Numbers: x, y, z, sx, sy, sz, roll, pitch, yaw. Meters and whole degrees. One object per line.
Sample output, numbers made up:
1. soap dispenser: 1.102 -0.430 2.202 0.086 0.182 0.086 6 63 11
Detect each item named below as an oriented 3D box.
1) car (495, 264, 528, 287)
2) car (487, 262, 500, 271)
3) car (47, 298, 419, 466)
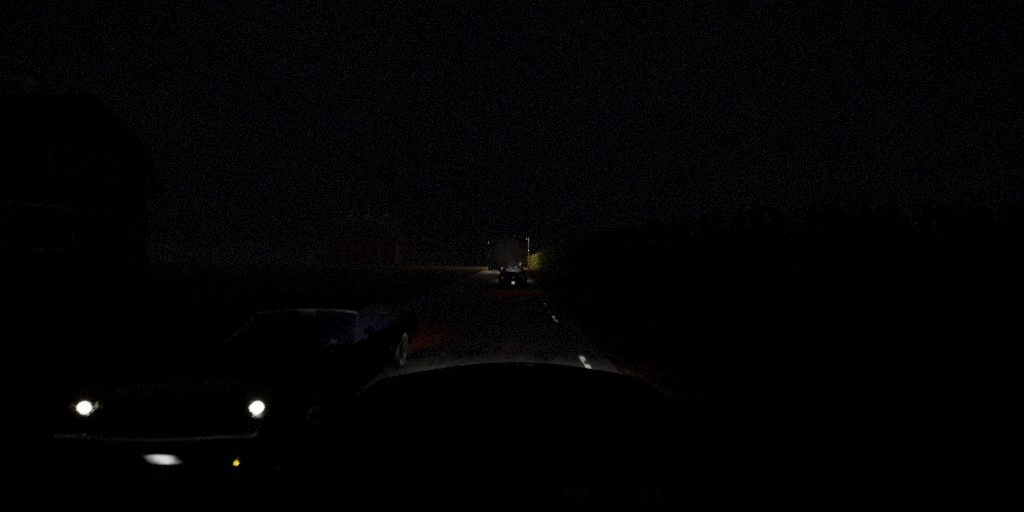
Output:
1. car: 0.077 1.417 24.871 1.895 1.301 4.718 0 0 0
2. car: -2.767 1.633 56.736 1.837 1.490 4.892 0 0 1
3. car: -2.849 1.350 5.130 1.895 1.301 4.718 0 0 0
